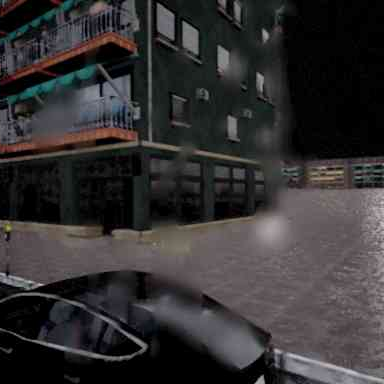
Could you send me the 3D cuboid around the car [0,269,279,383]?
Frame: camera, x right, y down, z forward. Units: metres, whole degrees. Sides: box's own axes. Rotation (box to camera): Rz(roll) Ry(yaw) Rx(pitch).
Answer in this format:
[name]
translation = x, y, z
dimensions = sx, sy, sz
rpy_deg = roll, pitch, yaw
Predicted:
[car]
translation = -1.211, 1.587, 3.738
dimensions = 4.313, 1.339, 1.947
rpy_deg = 0, 0, 35
